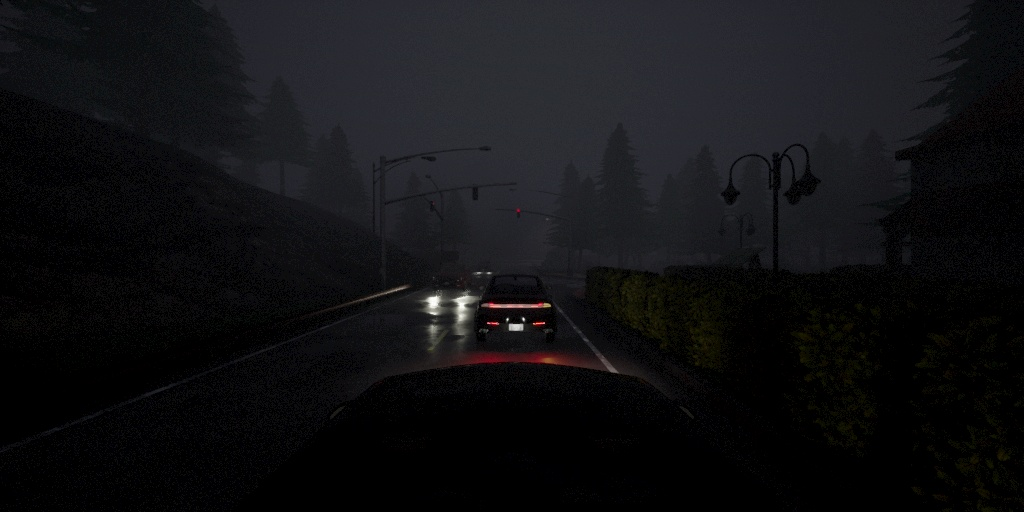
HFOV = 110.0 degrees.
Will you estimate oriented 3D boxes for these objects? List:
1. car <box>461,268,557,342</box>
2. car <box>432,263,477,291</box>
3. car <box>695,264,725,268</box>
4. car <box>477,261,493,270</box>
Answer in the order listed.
[{"bbox_3d":[0.095,1.242,9.740,2.128,1.511,4.902,0,0,0],"label":"car"},{"bbox_3d":[-3.552,1.238,22.081,1.882,1.535,5.008,0,0,0],"label":"car"},{"bbox_3d":[15.750,1.414,29.547,4.892,1.490,1.837,-1,0,0],"label":"car"},{"bbox_3d":[-3.504,1.297,46.341,2.033,1.411,5.357,0,0,0],"label":"car"}]
